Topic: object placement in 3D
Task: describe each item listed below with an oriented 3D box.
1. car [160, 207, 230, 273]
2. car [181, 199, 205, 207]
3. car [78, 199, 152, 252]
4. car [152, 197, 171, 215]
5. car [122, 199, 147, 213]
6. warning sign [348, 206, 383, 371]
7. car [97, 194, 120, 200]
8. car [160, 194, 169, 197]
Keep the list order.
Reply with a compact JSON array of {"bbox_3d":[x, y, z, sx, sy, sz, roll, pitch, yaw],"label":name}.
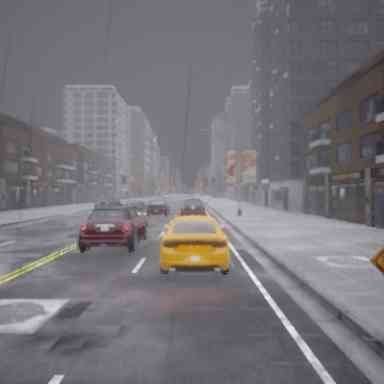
[{"bbox_3d":[0.083,1.489,10.705,1.882,1.535,5.008,0,0,0],"label":"car"},{"bbox_3d":[0.097,1.385,30.157,2.097,1.767,4.553,0,0,0],"label":"car"},{"bbox_3d":[-3.157,1.367,14.182,2.097,1.767,4.553,0,0,0],"label":"car"},{"bbox_3d":[-3.142,1.512,31.961,1.882,1.535,5.008,0,0,0],"label":"car"},{"bbox_3d":[-6.590,1.589,38.669,2.033,1.411,5.357,0,0,0],"label":"car"},{"bbox_3d":[2.847,1.120,4.127,1.300,1.860,1.060,0,0,0],"label":"warning sign"},{"bbox_3d":[-9.839,1.263,39.304,2.150,2.045,5.566,0,0,0],"label":"car"},{"bbox_3d":[-6.489,1.058,79.134,2.097,1.767,4.553,0,0,0],"label":"car"}]
